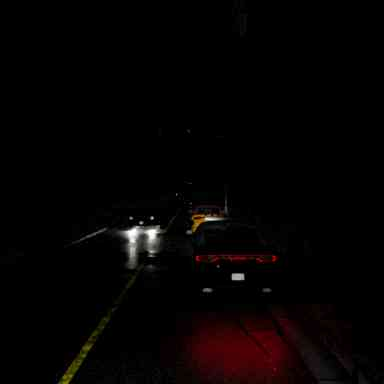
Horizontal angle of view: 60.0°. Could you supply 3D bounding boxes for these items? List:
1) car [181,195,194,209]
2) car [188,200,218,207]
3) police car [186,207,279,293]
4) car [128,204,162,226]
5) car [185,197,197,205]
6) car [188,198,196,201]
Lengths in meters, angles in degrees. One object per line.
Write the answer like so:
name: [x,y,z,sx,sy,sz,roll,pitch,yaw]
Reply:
car: [-0.123,1.543,45.759,2.033,1.411,5.357,0,0,0]
car: [0.848,1.475,18.857,1.882,1.535,5.008,0,0,0]
police car: [0.876,1.424,8.965,1.930,1.638,5.238,0,0,0]
car: [-3.164,1.543,23.413,2.033,1.411,5.357,0,0,0]
car: [-0.168,1.550,60.380,1.994,1.385,4.181,0,0,0]
car: [0.831,1.474,24.857,1.882,1.535,5.008,0,0,0]
